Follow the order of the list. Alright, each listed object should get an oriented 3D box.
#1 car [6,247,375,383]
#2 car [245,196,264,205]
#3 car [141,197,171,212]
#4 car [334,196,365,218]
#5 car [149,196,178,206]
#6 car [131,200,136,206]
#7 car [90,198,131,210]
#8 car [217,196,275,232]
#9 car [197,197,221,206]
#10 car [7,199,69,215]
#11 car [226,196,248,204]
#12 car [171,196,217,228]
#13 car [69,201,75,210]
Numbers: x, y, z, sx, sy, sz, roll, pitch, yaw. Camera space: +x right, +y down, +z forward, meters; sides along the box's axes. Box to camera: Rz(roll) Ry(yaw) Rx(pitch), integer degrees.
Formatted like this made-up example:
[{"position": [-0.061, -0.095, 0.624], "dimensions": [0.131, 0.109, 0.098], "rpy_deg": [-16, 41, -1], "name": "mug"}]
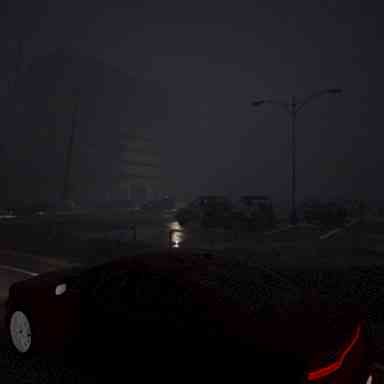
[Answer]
[{"position": [-0.486, 1.477, 4.335], "dimensions": [5.008, 1.535, 1.882], "rpy_deg": [0, 0, 35], "name": "car"}, {"position": [11.546, 1.524, 61.471], "dimensions": [1.812, 1.442, 4.674], "rpy_deg": [0, 0, 34], "name": "car"}, {"position": [-3.703, 1.599, 38.743], "dimensions": [1.895, 1.301, 4.718], "rpy_deg": [0, 0, 34], "name": "car"}, {"position": [15.380, 1.395, 31.987], "dimensions": [1.970, 1.475, 3.806], "rpy_deg": [0, 0, 34], "name": "car"}, {"position": [-4.761, 1.490, 56.294], "dimensions": [2.128, 1.511, 4.902], "rpy_deg": [0, 0, 34], "name": "car"}, {"position": [-10.469, 1.545, 47.858], "dimensions": [2.033, 1.411, 5.357], "rpy_deg": [0, 0, 33], "name": "car"}, {"position": [-10.337, 1.599, 41.775], "dimensions": [1.895, 1.301, 4.718], "rpy_deg": [0, 0, 34], "name": "car"}, {"position": [3.356, 1.156, 19.032], "dimensions": [1.905, 1.878, 3.866], "rpy_deg": [0, 0, 34], "name": "car"}, {"position": [2.834, 1.524, 54.748], "dimensions": [1.812, 1.442, 4.674], "rpy_deg": [0, 0, 34], "name": "car"}, {"position": [-15.679, 1.546, 33.814], "dimensions": [2.033, 1.411, 5.357], "rpy_deg": [0, 0, 34], "name": "car"}, {"position": [8.581, 1.490, 63.326], "dimensions": [2.128, 1.511, 4.902], "rpy_deg": [0, 0, 34], "name": "car"}, {"position": [0.989, 1.153, 20.698], "dimensions": [1.932, 1.855, 4.605], "rpy_deg": [0, 0, 34], "name": "car"}, {"position": [-16.130, 1.524, 39.402], "dimensions": [1.812, 1.442, 4.674], "rpy_deg": [0, 0, 34], "name": "car"}]
